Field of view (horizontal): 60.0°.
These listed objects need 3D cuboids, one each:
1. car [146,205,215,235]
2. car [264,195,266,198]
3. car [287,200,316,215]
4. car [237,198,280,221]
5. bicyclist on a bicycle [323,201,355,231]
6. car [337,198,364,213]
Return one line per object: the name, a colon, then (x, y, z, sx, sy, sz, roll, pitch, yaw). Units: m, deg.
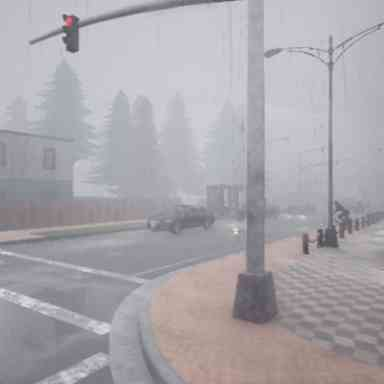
car: (-0.553, 1.500, 19.233, 2.128, 1.511, 4.902, 0, 0, 37)
car: (15.309, 1.264, 76.059, 1.932, 1.855, 4.605, 0, 0, 36)
car: (11.687, 1.573, 35.490, 1.812, 1.442, 4.674, 0, 0, 37)
car: (5.524, 1.506, 27.323, 1.882, 1.535, 5.008, 0, 0, 37)
bicyclist on a bicycle: (8.060, 1.321, 18.243, 1.656, 1.620, 0.582, 0, 0, 37)
car: (18.195, 1.412, 38.052, 2.097, 1.767, 4.553, 0, 0, 37)
